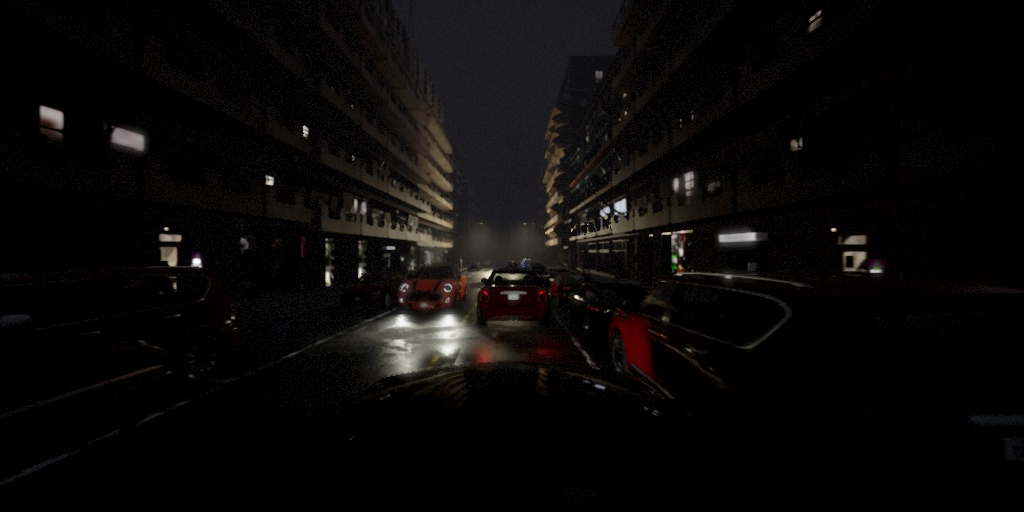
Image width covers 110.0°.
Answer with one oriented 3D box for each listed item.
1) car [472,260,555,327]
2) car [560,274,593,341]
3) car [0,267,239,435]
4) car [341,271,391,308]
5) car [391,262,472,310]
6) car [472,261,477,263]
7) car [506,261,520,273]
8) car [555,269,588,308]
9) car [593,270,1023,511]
[{"bbox_3d":[0.028,1.143,11.859,2.097,1.767,4.553,0,0,0],"label":"car"},{"bbox_3d":[2.654,1.349,9.875,1.948,1.339,4.313,0,0,0],"label":"car"},{"bbox_3d":[-5.692,1.075,4.149,2.192,1.841,5.009,0,0,0],"label":"car"},{"bbox_3d":[-5.695,1.350,15.479,1.888,1.381,4.507,0,0,0],"label":"car"},{"bbox_3d":[-3.099,1.154,14.839,2.097,1.767,4.553,0,0,0],"label":"car"},{"bbox_3d":[-5.704,1.496,55.134,2.007,1.370,4.403,0,0,0],"label":"car"},{"bbox_3d":[0.088,1.447,47.694,1.812,1.442,4.674,0,0,0],"label":"car"},{"bbox_3d":[2.653,1.350,15.540,1.888,1.381,4.507,0,0,0],"label":"car"},{"bbox_3d":[2.656,1.075,4.211,2.192,1.841,5.009,0,0,0],"label":"car"}]
